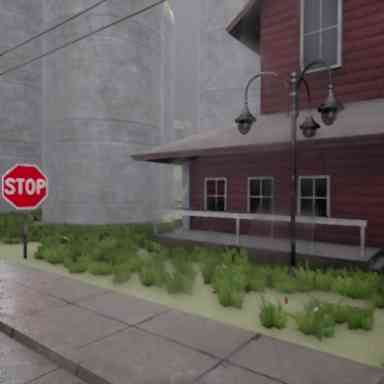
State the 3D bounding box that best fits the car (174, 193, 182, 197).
[{"bbox_3d":[-3.316,1.079,86.183,4.193,1.474,1.816,1,0,37],"label":"car"}]
